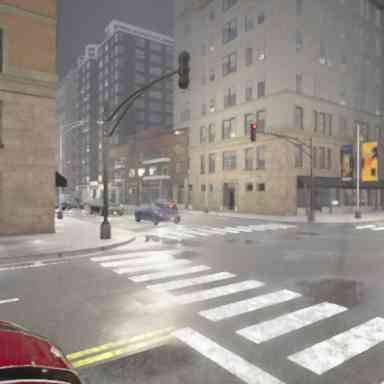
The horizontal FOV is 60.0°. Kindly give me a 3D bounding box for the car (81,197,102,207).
[{"bbox_3d":[-15.841,1.499,52.212,1.752,1.417,4.829,0,0,-35],"label":"car"}]

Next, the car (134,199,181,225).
[{"bbox_3d":[-2.606,1.497,23.913,1.812,1.442,4.674,0,0,-34],"label":"car"}]

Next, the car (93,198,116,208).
[{"bbox_3d":[-12.597,1.554,47.618,1.802,1.307,4.206,0,0,-35],"label":"car"}]

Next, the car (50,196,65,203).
[{"bbox_3d":[-28.327,1.552,69.892,1.947,1.339,4.313,0,0,-35],"label":"car"}]

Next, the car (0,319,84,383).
[{"bbox_3d":[-2.756,1.353,1.501,4.553,1.767,2.097,0,0,-36],"label":"car"}]

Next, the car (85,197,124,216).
[{"bbox_3d":[-8.274,1.314,32.000,2.097,1.767,4.553,0,0,-35],"label":"car"}]

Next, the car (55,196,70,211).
[{"bbox_3d":[-16.008,1.515,38.537,1.947,1.339,4.313,0,0,-35],"label":"car"}]

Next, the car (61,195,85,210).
[{"bbox_3d":[-14.756,1.459,41.181,1.837,1.490,4.892,0,0,-35],"label":"car"}]
